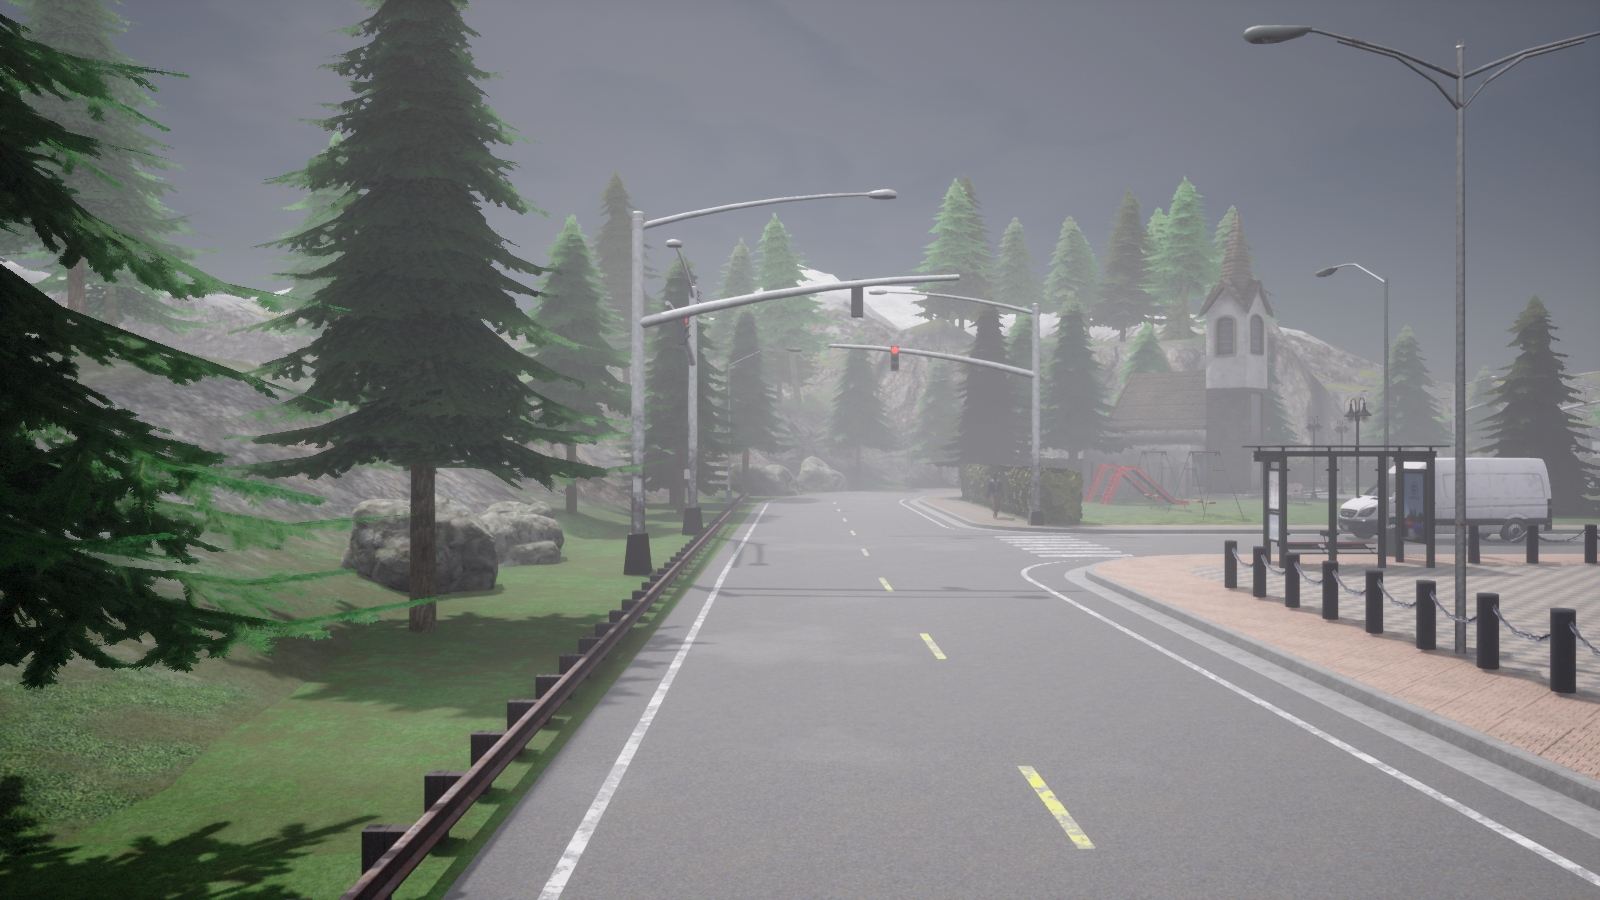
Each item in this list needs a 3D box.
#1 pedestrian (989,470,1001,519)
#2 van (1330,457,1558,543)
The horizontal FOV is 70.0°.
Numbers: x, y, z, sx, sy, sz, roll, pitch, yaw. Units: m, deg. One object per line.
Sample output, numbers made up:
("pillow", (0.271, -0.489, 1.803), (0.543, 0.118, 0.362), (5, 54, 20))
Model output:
("pedestrian", (7.407, 1.690, 43.384), (0.375, 1.860, 0.375), (0, 0, 0))
("van", (19.746, 1.515, 35.223), (5.915, 2.561, 1.988), (0, 0, 0))
